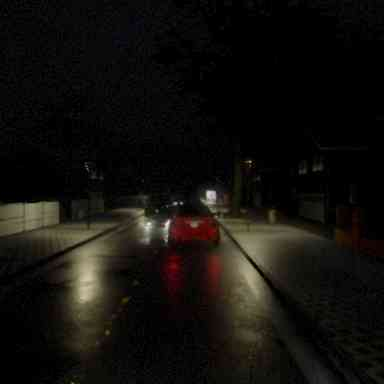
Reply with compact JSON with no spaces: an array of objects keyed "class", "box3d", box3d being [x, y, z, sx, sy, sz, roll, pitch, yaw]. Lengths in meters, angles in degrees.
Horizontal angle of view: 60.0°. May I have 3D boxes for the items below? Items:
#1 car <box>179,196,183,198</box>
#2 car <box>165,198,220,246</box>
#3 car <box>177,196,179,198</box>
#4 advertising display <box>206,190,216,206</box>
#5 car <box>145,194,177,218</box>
[{"class":"car","box3d":[0.107,1.335,31.615,2.097,1.767,4.553,0,0,0]},{"class":"car","box3d":[0.100,1.342,15.350,2.097,1.767,4.553,0,0,0]},{"class":"car","box3d":[-2.726,1.474,71.042,1.994,1.385,4.181,0,0,0]},{"class":"advertising display","box3d":[3.013,0.994,51.790,1.540,2.440,0.280,-1,-1,0]},{"class":"car","box3d":[-2.840,1.206,29.804,2.150,2.045,5.566,0,0,0]}]
